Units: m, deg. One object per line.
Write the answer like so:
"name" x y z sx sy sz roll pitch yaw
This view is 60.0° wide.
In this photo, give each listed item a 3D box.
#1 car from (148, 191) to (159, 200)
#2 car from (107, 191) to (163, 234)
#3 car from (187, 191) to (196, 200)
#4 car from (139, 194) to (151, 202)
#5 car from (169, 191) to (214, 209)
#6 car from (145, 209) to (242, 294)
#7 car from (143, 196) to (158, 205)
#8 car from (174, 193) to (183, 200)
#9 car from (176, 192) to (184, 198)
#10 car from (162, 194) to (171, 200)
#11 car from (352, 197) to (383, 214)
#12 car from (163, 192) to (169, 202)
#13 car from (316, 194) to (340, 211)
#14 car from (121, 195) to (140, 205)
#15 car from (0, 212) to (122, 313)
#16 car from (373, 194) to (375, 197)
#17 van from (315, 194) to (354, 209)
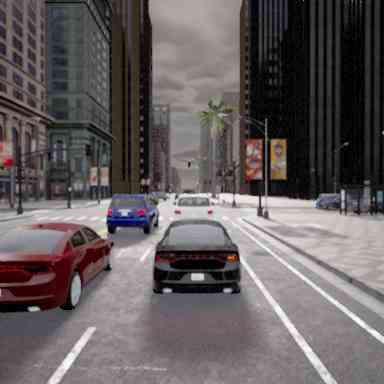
"car" -9.777 0.846 84.358 2.150 2.045 5.566 0 0 0
"car" -3.185 1.137 18.758 2.150 2.045 5.566 0 0 2
"car" -0.027 0.858 82.218 2.150 2.045 5.566 0 0 0
"car" -9.773 1.221 69.079 1.812 1.442 4.674 0 0 0
"car" 0.095 1.138 18.700 2.150 2.045 5.566 0 0 0
"car" 0.096 1.438 8.741 1.882 1.535 5.008 0 0 0
"car" -6.602 1.365 53.426 1.895 1.301 4.718 0 0 0
"car" -3.277 1.134 81.772 1.837 1.490 4.892 0 0 0
"car" -3.280 0.785 92.160 2.097 1.767 4.553 0 0 0
"car" -6.528 1.218 84.120 1.895 1.301 4.718 0 0 0
"car" 17.060 1.410 31.401 4.403 1.369 2.008 0 0 0
"car" -6.522 0.922 69.147 2.150 2.045 5.566 0 0 0
"car" 16.603 1.168 37.263 4.553 1.767 2.097 0 0 0
"car" -9.848 1.253 53.935 2.128 1.511 4.902 0 0 0
"car" -3.150 1.443 7.715 1.882 1.535 5.008 0 0 -1
"car" 22.730 1.108 39.927 5.009 1.841 2.192 0 0 0
"van" 17.053 1.138 39.924 3.998 1.788 1.690 0 0 0
